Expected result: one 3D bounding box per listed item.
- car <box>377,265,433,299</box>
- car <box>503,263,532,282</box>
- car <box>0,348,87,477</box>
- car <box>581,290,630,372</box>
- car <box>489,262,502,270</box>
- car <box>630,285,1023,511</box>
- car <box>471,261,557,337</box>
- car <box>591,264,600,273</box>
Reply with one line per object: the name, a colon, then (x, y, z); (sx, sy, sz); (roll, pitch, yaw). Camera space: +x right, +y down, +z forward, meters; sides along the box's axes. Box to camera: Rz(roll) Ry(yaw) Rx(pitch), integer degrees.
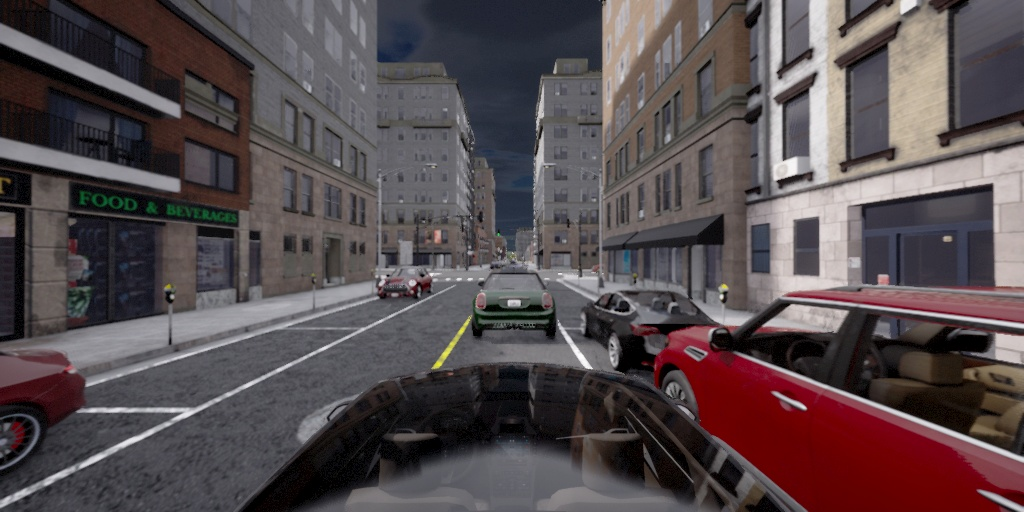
car: (-5.375, 1.281, 18.445); (1.967, 1.591, 4.097); (0, 0, 0)
car: (0.593, 1.418, 32.126); (2.128, 1.511, 4.902); (0, 0, 6)
car: (-5.390, 1.334, 2.085); (1.802, 1.307, 4.207); (0, 0, 0)
car: (2.640, 1.346, 7.528); (1.948, 1.339, 4.313); (0, 0, 0)
car: (-2.796, 1.684, 61.619); (2.033, 1.411, 5.357); (0, 0, 1)
car: (2.634, 1.066, 2.075); (2.192, 1.841, 5.009); (0, 0, 0)
car: (0.032, 1.149, 10.616); (2.097, 1.767, 4.553); (0, 0, 0)
car: (13.147, 1.426, 48.698); (4.553, 1.767, 2.097); (0, 0, 0)
